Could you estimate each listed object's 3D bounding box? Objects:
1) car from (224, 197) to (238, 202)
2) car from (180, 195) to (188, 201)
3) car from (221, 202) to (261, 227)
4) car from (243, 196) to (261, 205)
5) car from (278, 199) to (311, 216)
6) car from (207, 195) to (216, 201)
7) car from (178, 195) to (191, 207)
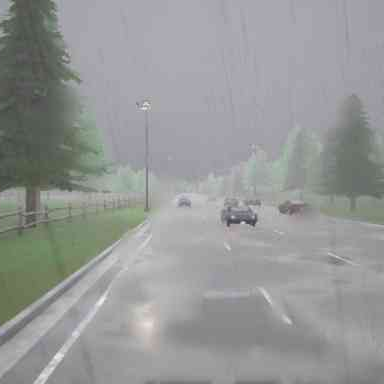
[{"bbox_3d":[5.885,1.491,50.255,2.128,1.511,4.902,0,0,-1],"label":"car"},{"bbox_3d":[-2.034,1.540,87.231,2.033,1.411,5.357,0,0,-1],"label":"car"},{"bbox_3d":[3.101,1.601,22.880,1.895,1.301,4.718,0,0,-1],"label":"car"},{"bbox_3d":[9.315,1.352,52.106,2.097,1.767,4.553,0,0,-1],"label":"car"},{"bbox_3d":[9.875,1.477,32.361,1.882,1.535,5.008,0,0,-1],"label":"car"},{"bbox_3d":[5.018,1.524,85.158,1.812,1.442,4.674,0,0,-1],"label":"car"},{"bbox_3d":[-1.124,1.601,51.019,1.895,1.301,4.718,0,0,-1],"label":"car"}]
